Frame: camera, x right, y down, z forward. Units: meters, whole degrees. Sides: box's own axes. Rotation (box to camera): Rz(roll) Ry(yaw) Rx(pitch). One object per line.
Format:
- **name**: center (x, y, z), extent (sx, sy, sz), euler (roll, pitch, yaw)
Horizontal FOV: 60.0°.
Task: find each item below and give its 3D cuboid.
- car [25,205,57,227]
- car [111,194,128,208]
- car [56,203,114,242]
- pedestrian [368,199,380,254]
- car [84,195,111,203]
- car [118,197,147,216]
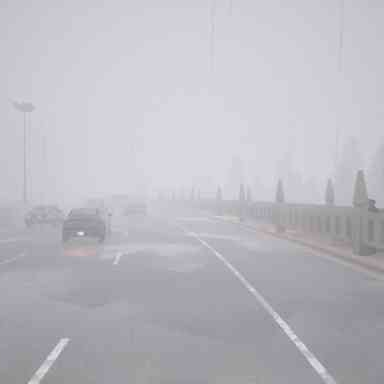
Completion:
- **car**: center (-10.060, 1.579, 22.951), extent (2.033, 1.411, 5.357), euler (0, 0, -15)
- **car**: center (-9.538, 1.284, 42.444), extent (2.150, 2.045, 5.566), euler (0, 0, -25)
- **car**: center (-5.183, 1.517, 16.685), extent (1.837, 1.490, 4.892), euler (0, 0, -9)
- **pedestrian**: center (6.037, 1.138, 11.189), extent (0.375, 1.860, 0.375), euler (-1, 1, -7)
- **car**: center (-9.726, 1.402, 33.361), extent (2.097, 1.767, 4.553), euler (0, 0, -20)
- **car**: center (-5.743, 1.514, 32.708), extent (1.882, 1.535, 5.008), euler (0, 0, -18)
